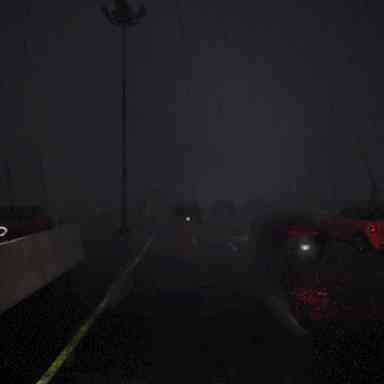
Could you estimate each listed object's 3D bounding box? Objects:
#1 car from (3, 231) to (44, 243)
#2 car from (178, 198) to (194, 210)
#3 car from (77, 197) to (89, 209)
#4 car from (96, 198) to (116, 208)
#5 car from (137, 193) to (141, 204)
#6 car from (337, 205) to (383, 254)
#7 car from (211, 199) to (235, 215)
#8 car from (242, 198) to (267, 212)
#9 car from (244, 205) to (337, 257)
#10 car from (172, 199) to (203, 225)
[{"bbox_3d":[-7.220,1.312,13.043,2.097,1.767,4.553,0,0,-1],"label":"car"},{"bbox_3d":[-0.774,1.478,41.983,1.895,1.301,4.718,0,0,-1],"label":"car"},{"bbox_3d":[-15.006,1.349,43.720,1.882,1.535,5.008,0,0,-1],"label":"car"},{"bbox_3d":[-11.525,1.433,44.719,1.994,1.385,4.181,0,0,-1],"label":"car"},{"bbox_3d":[-8.320,1.047,59.081,2.150,2.045,5.566,0,0,-1],"label":"car"},{"bbox_3d":[6.958,1.312,13.472,2.097,1.767,4.553,0,0,-1],"label":"car"},{"bbox_3d":[2.962,1.397,32.160,2.128,1.511,4.902,0,0,-1],"label":"car"},{"bbox_3d":[6.414,1.391,34.184,2.128,1.511,4.902,0,0,-1],"label":"car"},{"bbox_3d":[3.476,1.467,12.779,1.837,1.490,4.892,0,0,-1],"label":"car"},{"bbox_3d":[-0.322,1.436,23.677,1.837,1.490,4.892,0,1,-2],"label":"car"}]
